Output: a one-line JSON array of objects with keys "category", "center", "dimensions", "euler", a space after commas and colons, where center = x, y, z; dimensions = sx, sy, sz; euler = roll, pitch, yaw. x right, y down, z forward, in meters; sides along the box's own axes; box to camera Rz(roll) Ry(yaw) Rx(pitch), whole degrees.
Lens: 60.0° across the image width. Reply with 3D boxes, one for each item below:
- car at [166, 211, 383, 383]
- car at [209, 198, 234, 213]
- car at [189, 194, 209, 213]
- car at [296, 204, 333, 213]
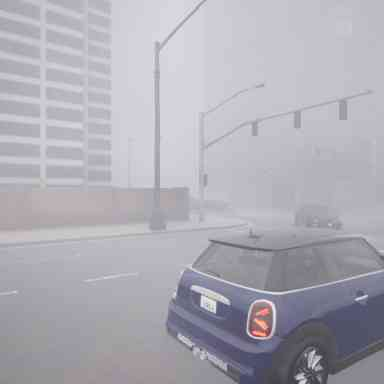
[{"category": "car", "center": [1.937, 1.352, 5.170], "dimensions": [4.553, 1.767, 2.097], "euler": [0, 0, -35]}, {"category": "car", "center": [2.742, 1.491, 37.787], "dimensions": [2.128, 1.511, 4.902], "euler": [0, 0, -36]}, {"category": "car", "center": [-0.998, 1.220, 36.981], "dimensions": [2.150, 2.045, 5.566], "euler": [0, 0, -36]}, {"category": "car", "center": [7.489, 1.507, 19.924], "dimensions": [1.837, 1.490, 4.892], "euler": [3, 0, 5]}]
